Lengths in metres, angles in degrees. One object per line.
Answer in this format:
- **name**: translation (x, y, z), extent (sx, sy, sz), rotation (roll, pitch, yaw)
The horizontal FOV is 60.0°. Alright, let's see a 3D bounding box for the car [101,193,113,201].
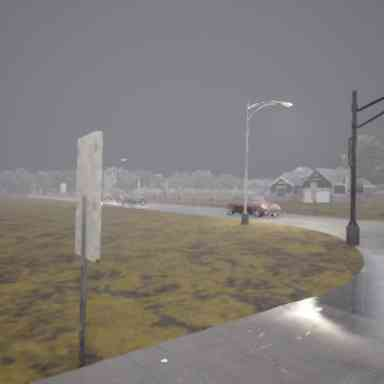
- **car**: translation (-16.466, 0.951, 62.364), extent (2.033, 1.411, 5.357), rotation (2, -1, -35)

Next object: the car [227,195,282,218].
- **car**: translation (4.826, 1.051, 26.206), extent (2.097, 1.767, 4.553), rotation (2, -1, -35)

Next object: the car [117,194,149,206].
- **car**: translation (-7.676, 1.009, 43.798), extent (2.033, 1.411, 5.357), rotation (2, 0, -35)
